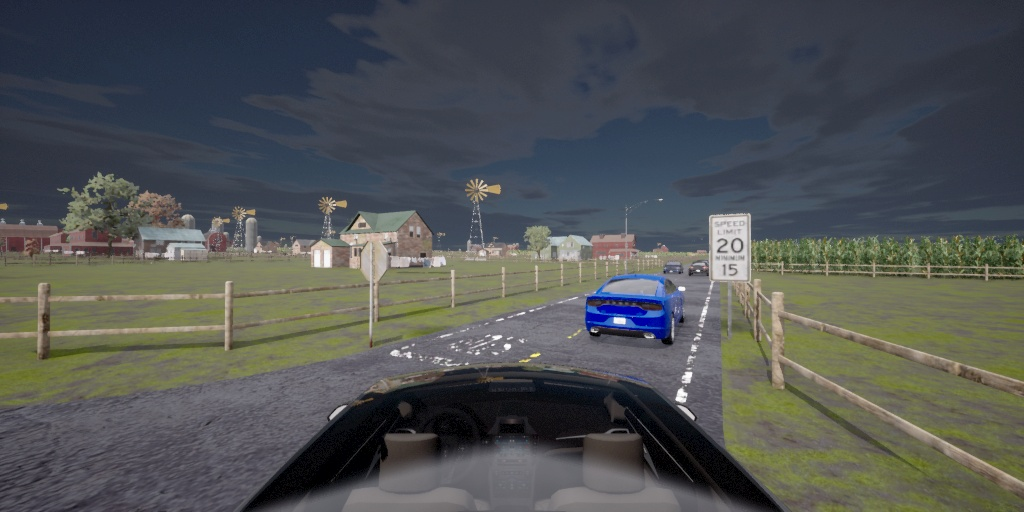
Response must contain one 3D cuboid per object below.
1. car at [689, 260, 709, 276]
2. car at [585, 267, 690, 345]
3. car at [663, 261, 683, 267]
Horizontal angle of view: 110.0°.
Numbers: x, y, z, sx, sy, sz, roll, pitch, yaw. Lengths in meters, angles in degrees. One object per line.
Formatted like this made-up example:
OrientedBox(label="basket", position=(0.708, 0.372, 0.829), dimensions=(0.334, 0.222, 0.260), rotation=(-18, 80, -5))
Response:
OrientedBox(label="car", position=(19.245, 1.275, 36.803), dimensions=(1.812, 1.442, 4.674), rotation=(0, 0, 31))
OrientedBox(label="car", position=(3.532, 1.229, 9.776), dimensions=(1.882, 1.535, 5.008), rotation=(0, 0, 30))
OrientedBox(label="car", position=(18.794, 1.300, 41.615), dimensions=(2.033, 1.411, 5.357), rotation=(0, 0, 30))
